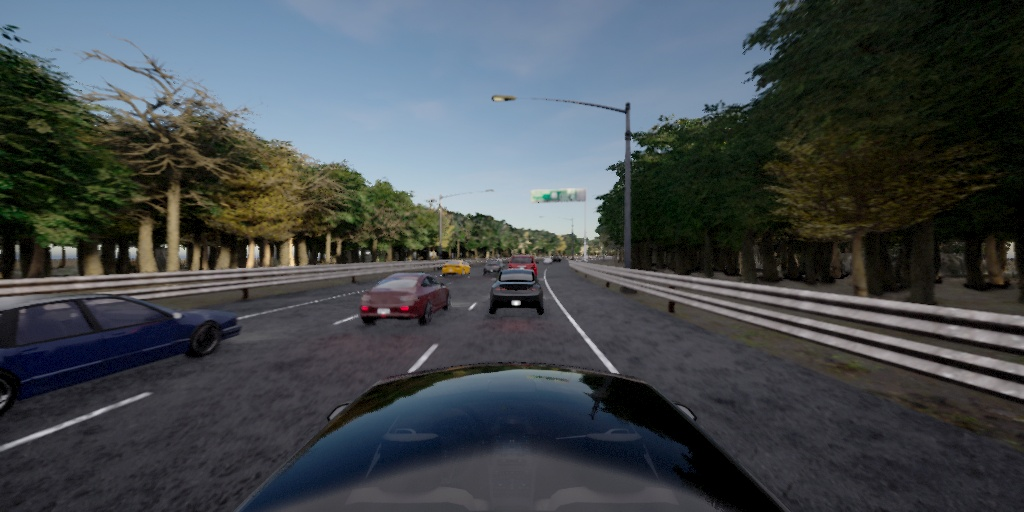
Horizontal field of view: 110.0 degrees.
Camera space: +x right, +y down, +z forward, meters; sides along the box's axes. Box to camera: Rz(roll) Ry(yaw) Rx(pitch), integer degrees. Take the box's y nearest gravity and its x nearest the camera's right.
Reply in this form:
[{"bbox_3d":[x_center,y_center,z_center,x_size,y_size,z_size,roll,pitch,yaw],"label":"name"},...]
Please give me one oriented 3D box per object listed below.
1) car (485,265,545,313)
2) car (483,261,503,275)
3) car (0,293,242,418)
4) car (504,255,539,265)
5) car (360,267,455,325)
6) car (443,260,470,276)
[{"bbox_3d":[0.210,1.252,13.910,1.837,1.490,4.892,0,0,2],"label":"car"},{"bbox_3d":[-1.783,1.220,37.588,2.128,1.511,4.902,0,0,5],"label":"car"},{"bbox_3d":[-6.927,1.281,5.415,2.033,1.411,5.357,0,0,1],"label":"car"},{"bbox_3d":[0.853,0.963,27.361,2.150,2.045,5.566,0,0,4],"label":"car"},{"bbox_3d":[-3.268,1.265,11.626,1.812,1.442,4.674,0,0,2],"label":"car"},{"bbox_3d":[-5.465,1.184,35.724,1.882,1.535,5.008,0,0,5],"label":"car"}]
